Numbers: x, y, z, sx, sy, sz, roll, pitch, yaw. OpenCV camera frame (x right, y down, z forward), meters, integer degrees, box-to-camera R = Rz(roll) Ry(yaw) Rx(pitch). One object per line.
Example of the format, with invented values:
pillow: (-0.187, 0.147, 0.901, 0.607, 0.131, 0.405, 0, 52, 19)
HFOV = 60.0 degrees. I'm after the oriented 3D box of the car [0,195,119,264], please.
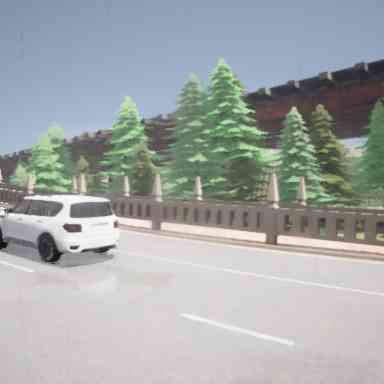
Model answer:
car: (-4.996, 1.114, 11.809, 5.566, 2.045, 2.150, 3, 2, 36)
